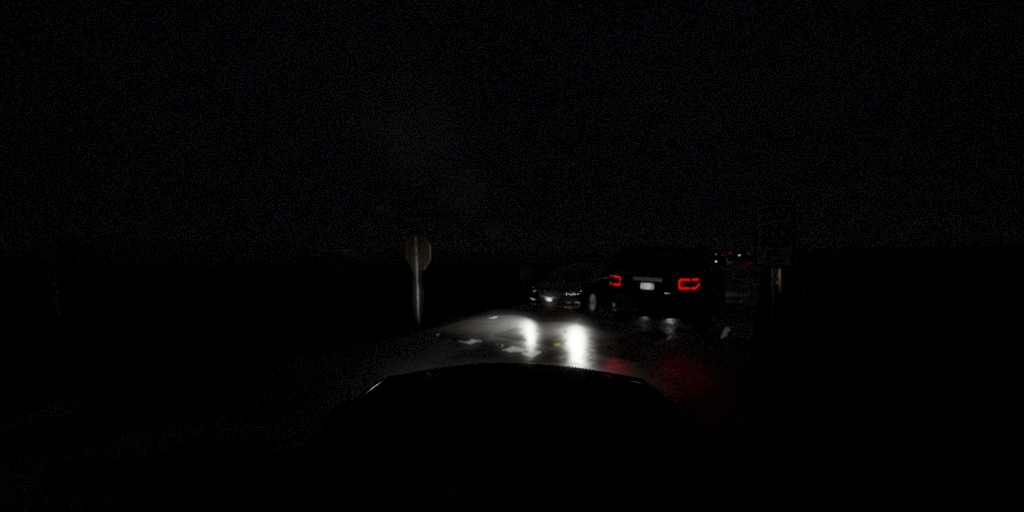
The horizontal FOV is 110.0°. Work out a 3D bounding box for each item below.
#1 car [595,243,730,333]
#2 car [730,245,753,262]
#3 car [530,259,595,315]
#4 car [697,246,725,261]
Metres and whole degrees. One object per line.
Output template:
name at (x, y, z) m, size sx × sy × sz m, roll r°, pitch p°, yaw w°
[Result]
car at (4.486, 0.646, 9.975) m, size 2.150 × 2.045 × 5.566 m, roll 1°, pitch 3°, yaw 35°
car at (22.363, -0.174, 35.071) m, size 1.994 × 1.385 × 4.181 m, roll 1°, pitch 3°, yaw 35°
car at (2.443, 0.881, 12.027) m, size 1.837 × 1.490 × 4.892 m, roll 1°, pitch 3°, yaw 35°
car at (21.880, -0.337, 39.263) m, size 2.033 × 1.411 × 5.357 m, roll 1°, pitch 3°, yaw 36°
